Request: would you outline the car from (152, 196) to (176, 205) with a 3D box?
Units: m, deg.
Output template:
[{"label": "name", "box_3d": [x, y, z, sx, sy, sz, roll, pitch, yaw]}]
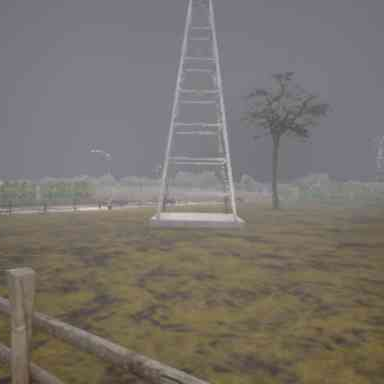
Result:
[{"label": "car", "box_3d": [-4.694, 1.400, 56.890, 2.128, 1.511, 4.902, 2, 1, 36]}]

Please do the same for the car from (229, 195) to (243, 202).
[{"label": "car", "box_3d": [10.688, 1.444, 78.635, 1.882, 1.535, 5.008, 2, 1, 35]}]

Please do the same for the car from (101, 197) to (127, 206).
[{"label": "car", "box_3d": [-12.065, 1.402, 51.465, 1.994, 1.385, 4.181, 2, 1, 36]}]
